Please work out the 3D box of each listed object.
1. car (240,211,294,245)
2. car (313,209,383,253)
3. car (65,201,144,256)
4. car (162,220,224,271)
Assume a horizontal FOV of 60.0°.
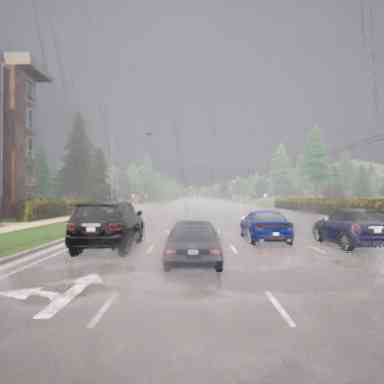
[{"bbox_3d":[3.589,1.670,16.614,1.882,1.535,5.008,0,-1,0],"label":"car"},{"bbox_3d":[7.078,1.522,14.758,2.097,1.767,4.553,0,-1,0],"label":"car"},{"bbox_3d":[-3.426,1.386,14.008,2.150,2.045,5.566,0,0,0],"label":"car"},{"bbox_3d":[0.051,1.680,11.371,2.033,1.411,5.357,0,-1,1],"label":"car"}]
